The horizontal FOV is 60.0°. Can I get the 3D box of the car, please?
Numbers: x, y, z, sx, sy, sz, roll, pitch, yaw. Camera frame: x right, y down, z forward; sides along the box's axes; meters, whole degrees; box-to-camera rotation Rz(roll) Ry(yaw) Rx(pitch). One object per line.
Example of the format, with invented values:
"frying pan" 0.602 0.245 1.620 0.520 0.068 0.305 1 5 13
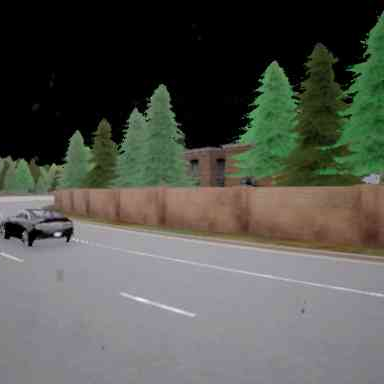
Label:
"car" -7.164 1.504 15.205 4.902 1.511 2.128 0 0 45
